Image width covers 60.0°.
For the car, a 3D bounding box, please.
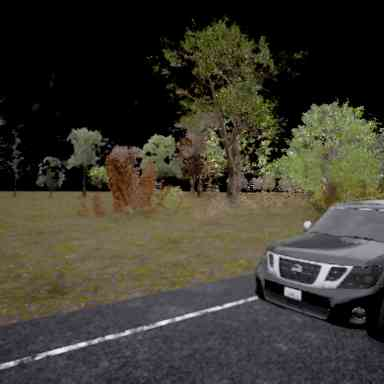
[{"bbox_3d":[3.785,1.183,6.692,5.566,2.045,2.150,0,0,-36],"label":"car"}]
